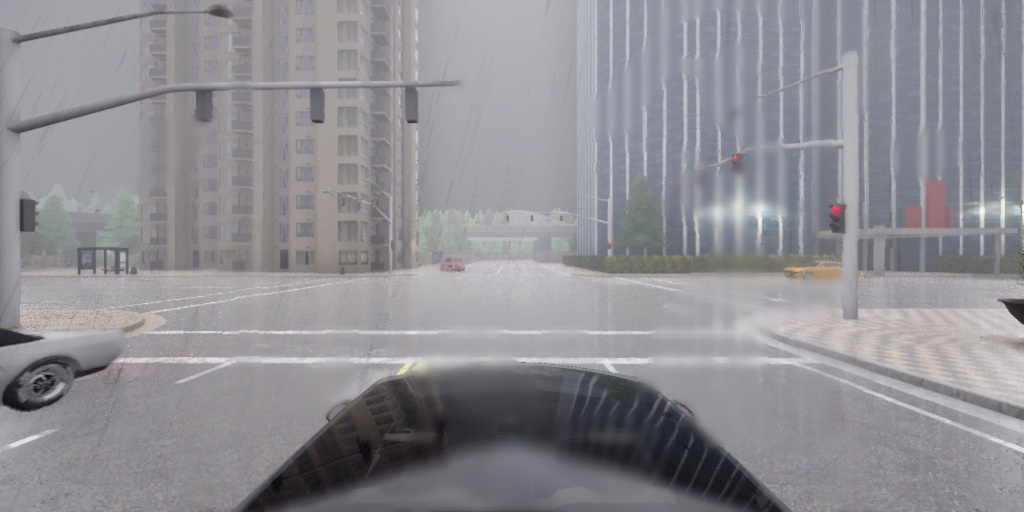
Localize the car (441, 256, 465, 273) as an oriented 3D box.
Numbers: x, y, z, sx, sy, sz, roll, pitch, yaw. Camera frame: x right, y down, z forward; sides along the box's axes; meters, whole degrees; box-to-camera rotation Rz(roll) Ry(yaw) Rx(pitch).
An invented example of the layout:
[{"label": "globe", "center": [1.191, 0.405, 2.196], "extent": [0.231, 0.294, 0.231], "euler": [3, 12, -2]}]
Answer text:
[{"label": "car", "center": [-7.002, 1.064, 43.140], "extent": [2.150, 2.045, 5.566], "euler": [0, 1, 0]}]

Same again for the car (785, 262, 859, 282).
[{"label": "car", "center": [24.473, 1.213, 28.405], "extent": [5.008, 1.535, 1.882], "euler": [0, 0, -1]}]

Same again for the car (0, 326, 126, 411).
[{"label": "car", "center": [-7.000, 1.354, 3.346], "extent": [1.895, 1.301, 4.718], "euler": [0, 0, 0]}]
